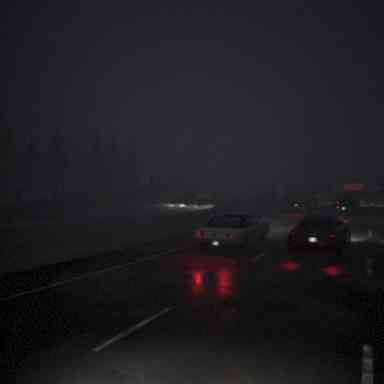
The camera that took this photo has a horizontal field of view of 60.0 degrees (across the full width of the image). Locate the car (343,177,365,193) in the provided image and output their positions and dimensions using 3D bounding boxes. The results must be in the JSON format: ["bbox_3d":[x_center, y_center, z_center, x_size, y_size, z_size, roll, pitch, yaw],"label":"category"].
[{"bbox_3d":[18.742,-0.919,38.446,2.097,1.767,4.553,0,6,29],"label":"car"}]

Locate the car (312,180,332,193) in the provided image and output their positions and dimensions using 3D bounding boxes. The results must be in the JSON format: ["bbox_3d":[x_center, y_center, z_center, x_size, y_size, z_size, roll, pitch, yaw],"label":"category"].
[{"bbox_3d":[15.676,-0.771,40.132,1.882,1.535,5.008,0,7,29],"label":"car"}]

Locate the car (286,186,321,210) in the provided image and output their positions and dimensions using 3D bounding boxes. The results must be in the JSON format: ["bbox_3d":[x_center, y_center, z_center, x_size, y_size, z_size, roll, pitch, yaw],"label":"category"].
[{"bbox_3d":[9.489,0.649,28.681,1.882,1.535,5.008,0,5,29],"label":"car"}]

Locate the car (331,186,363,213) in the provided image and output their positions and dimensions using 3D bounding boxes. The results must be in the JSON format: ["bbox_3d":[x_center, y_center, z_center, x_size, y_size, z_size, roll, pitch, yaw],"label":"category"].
[{"bbox_3d":[12.199,0.723,26.355,1.837,1.490,4.892,0,5,29],"label":"car"}]

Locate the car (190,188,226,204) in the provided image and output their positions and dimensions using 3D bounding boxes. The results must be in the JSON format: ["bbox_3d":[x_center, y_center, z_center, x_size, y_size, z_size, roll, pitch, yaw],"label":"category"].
[{"bbox_3d":[2.180,0.312,37.365,1.882,1.535,5.008,0,6,29],"label":"car"}]

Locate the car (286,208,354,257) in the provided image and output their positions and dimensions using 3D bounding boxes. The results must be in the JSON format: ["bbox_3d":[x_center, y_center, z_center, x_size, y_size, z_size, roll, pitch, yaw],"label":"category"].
[{"bbox_3d":[5.168,1.587,13.365,1.994,1.385,4.181,0,1,29],"label":"car"}]

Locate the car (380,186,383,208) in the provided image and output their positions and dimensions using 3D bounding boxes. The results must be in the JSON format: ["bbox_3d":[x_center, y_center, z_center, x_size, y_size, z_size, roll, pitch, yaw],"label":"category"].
[{"bbox_3d":[15.273,0.701,24.682,1.837,1.490,4.892,0,5,29],"label":"car"}]

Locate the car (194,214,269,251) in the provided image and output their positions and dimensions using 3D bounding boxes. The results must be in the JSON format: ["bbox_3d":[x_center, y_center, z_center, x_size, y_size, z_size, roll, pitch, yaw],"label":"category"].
[{"bbox_3d":[1.975,1.649,14.826,1.895,1.301,4.718,0,1,29],"label":"car"}]

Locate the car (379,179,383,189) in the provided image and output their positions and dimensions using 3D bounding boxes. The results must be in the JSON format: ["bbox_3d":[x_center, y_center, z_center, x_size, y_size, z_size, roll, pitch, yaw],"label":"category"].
[{"bbox_3d":[21.743,-0.725,36.640,2.033,1.411,5.357,0,6,29],"label":"car"}]

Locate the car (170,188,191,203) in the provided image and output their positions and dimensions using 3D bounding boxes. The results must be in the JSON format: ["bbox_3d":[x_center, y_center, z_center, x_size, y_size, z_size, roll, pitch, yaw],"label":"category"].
[{"bbox_3d":[-0.814,0.365,39.182,1.812,1.442,4.674,0,6,29],"label":"car"}]
